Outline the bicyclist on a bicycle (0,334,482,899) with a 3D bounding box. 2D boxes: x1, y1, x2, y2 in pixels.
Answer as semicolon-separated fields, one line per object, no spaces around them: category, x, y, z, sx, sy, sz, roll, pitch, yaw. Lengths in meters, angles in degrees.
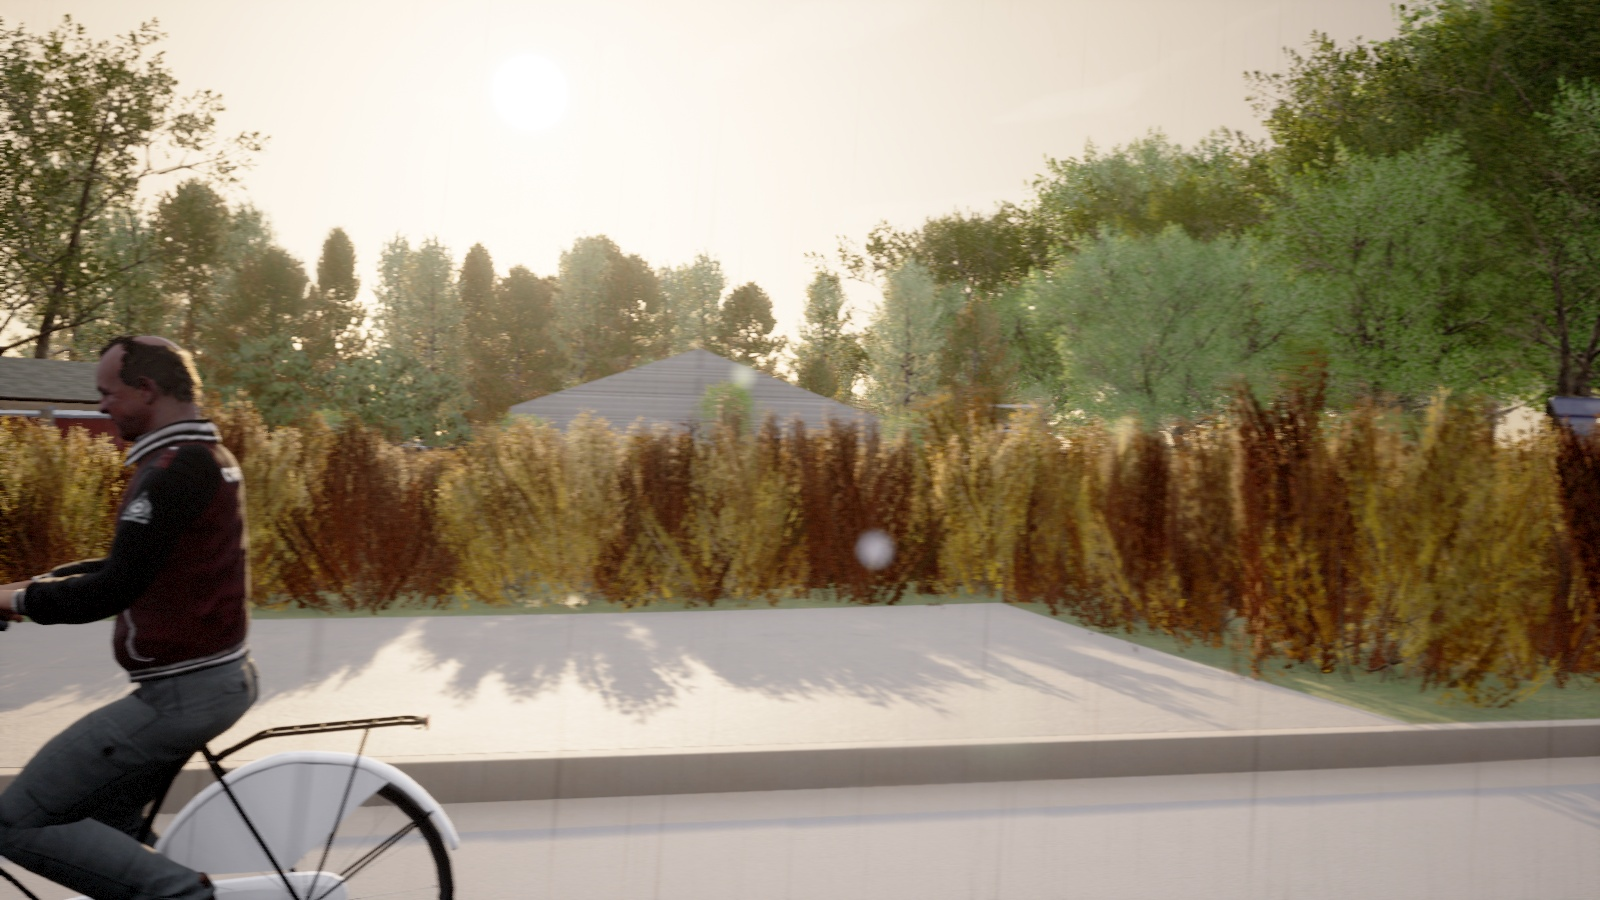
bicyclist on a bicycle;-1.712;0.642;2.986;1.843;1.776;0.659;0;0;-15
